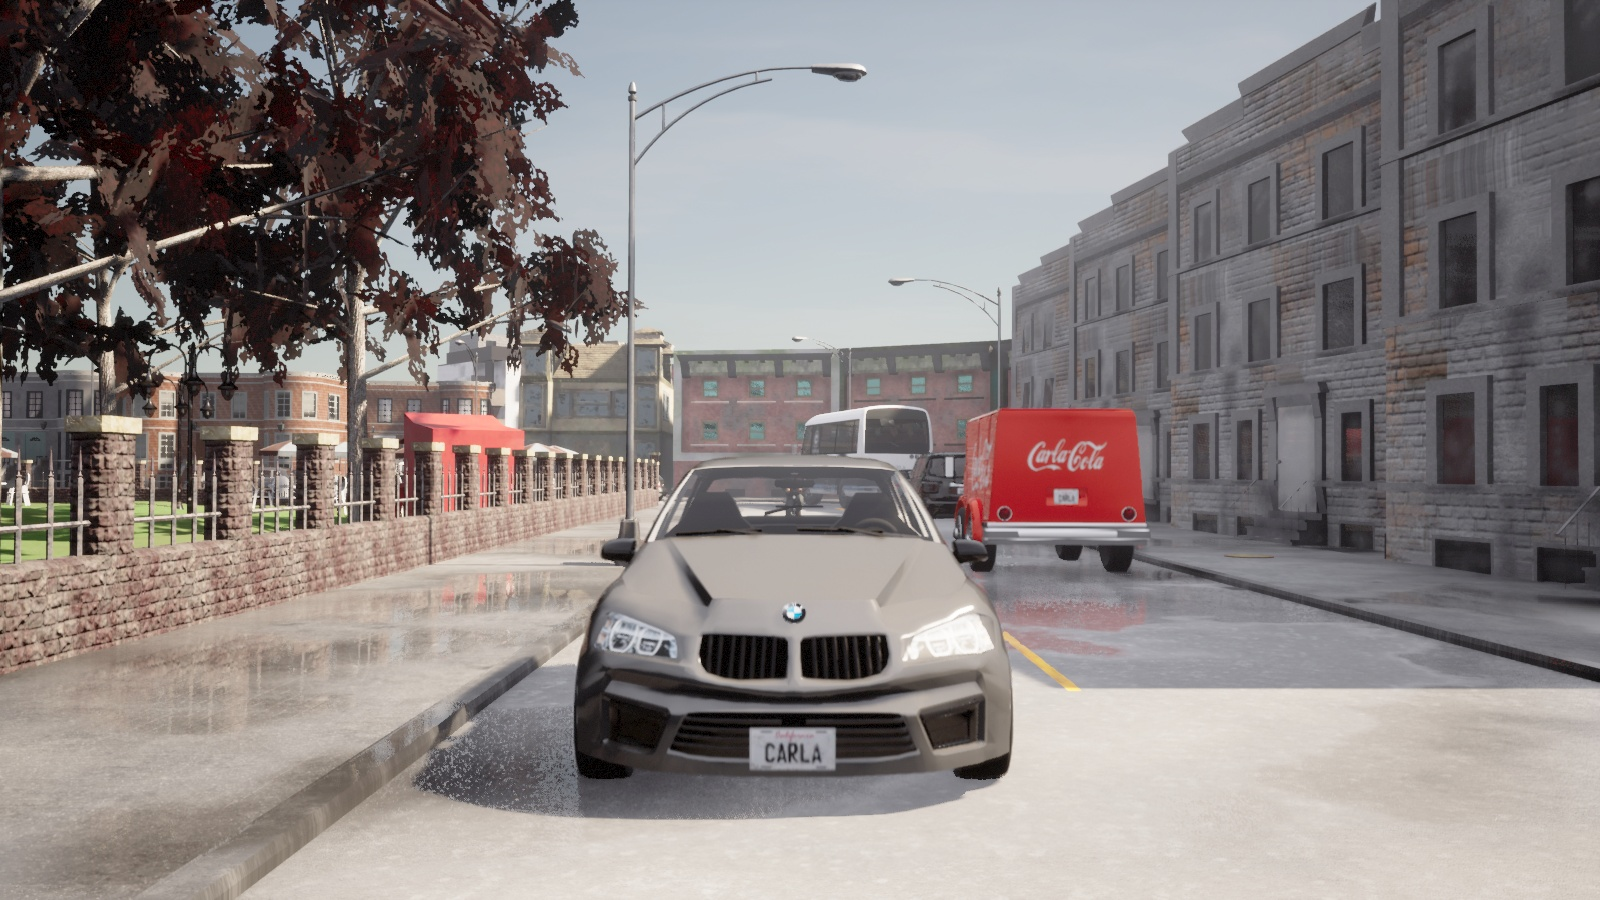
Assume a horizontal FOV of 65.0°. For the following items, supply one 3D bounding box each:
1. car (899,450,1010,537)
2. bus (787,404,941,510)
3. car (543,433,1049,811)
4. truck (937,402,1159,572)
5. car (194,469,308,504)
[{"bbox_3d":[3.860,1.064,32.412,2.150,2.045,5.566,0,-1,0],"label":"car"},{"bbox_3d":[2.570,0.365,55.959,3.944,4.253,10.273,0,-1,-15],"label":"bus"},{"bbox_3d":[-0.031,0.789,7.883,2.242,1.667,4.611,0,-1,0],"label":"car"},{"bbox_3d":[3.910,0.642,20.950,2.627,2.467,5.204,0,-2,0],"label":"truck"},{"bbox_3d":[-26.865,1.798,61.614,4.611,1.667,2.242,0,-1,0],"label":"car"}]
